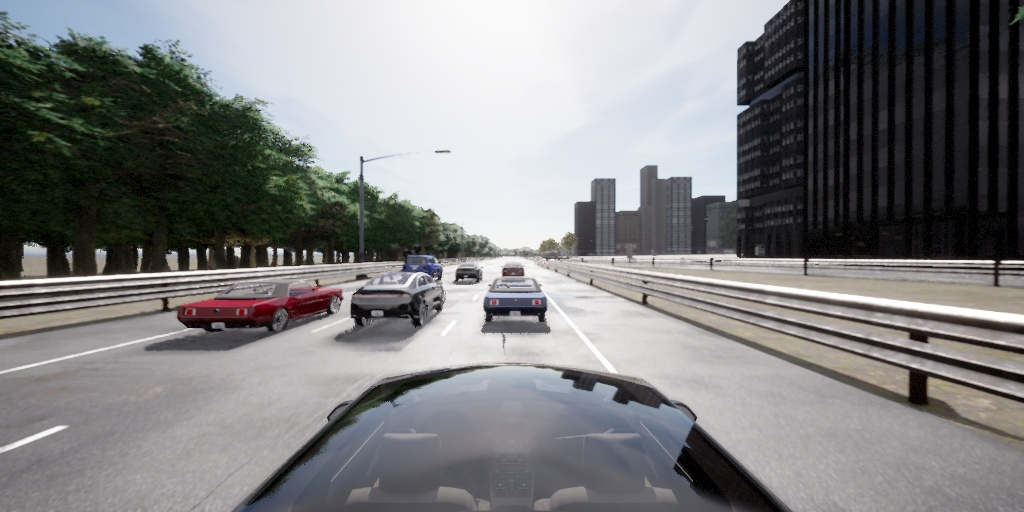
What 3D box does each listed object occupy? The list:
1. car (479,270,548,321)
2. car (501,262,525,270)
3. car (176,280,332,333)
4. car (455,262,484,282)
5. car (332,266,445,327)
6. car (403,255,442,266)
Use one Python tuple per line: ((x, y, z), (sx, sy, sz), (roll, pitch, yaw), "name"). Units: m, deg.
((0.101, 1.351, 12.423), (1.895, 1.301, 4.718), (0, 0, 0), "car")
((0.103, 1.227, 30.338), (1.882, 1.535, 5.008), (0, 0, 0), "car")
((-6.899, 1.351, 10.654), (1.895, 1.301, 4.718), (0, 0, 0), "car")
((-3.396, 1.254, 28.863), (1.837, 1.490, 4.892), (0, 0, 0), "car")
((-3.399, 1.241, 11.478), (2.128, 1.511, 4.902), (0, 0, 0), "car")
((-6.897, 0.971, 28.093), (2.150, 2.045, 5.566), (0, 0, 0), "car")
